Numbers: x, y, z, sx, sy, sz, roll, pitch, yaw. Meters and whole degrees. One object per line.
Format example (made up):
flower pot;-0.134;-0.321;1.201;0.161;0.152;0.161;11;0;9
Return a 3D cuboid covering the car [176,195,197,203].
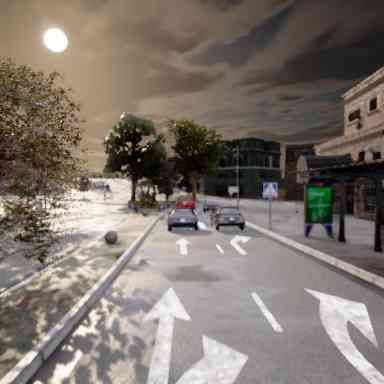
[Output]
car;-0.637;1.347;39.136;2.150;2.045;5.566;0;0;3

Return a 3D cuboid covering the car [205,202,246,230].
car;2.258;1.665;22.145;2.033;1.411;5.357;0;0;-2

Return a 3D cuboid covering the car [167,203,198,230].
car;-0.625;1.689;22.252;1.994;1.385;4.181;0;0;-2

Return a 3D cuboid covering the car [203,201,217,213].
car;2.259;1.724;39.354;1.895;1.301;4.718;0;0;3
